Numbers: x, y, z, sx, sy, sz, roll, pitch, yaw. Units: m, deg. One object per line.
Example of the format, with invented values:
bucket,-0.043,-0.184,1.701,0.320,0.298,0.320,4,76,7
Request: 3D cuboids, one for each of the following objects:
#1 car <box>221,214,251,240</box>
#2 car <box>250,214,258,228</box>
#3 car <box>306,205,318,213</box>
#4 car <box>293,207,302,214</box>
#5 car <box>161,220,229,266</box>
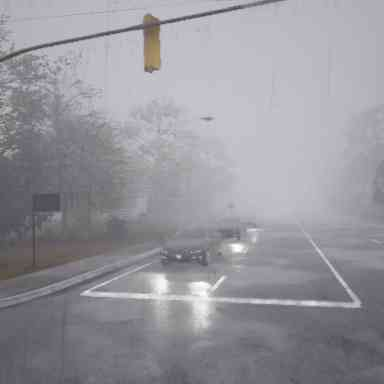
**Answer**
car,2.839,2.571,24.217,1.882,1.535,5.008,-3,-3,16
car,6.086,3.072,35.832,1.812,1.442,4.674,-3,-3,16
car,30.148,4.237,82.930,2.150,2.045,5.566,-3,-3,15
car,26.882,4.705,84.187,2.128,1.511,4.902,-3,-3,15
car,0.156,2.221,14.570,1.837,1.490,4.892,-3,-3,15
